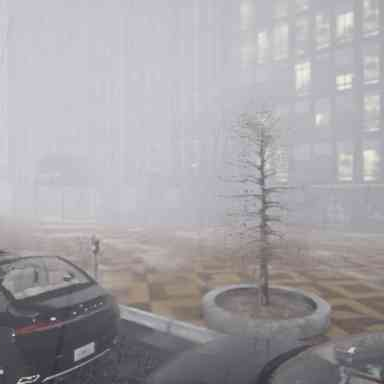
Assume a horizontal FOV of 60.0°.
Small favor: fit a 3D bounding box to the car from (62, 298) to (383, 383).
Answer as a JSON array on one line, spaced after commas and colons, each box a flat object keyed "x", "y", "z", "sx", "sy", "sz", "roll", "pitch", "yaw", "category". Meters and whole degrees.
[{"x": 1.510, "y": 1.550, "z": 1.802, "sx": 4.403, "sy": 1.369, "sz": 2.008, "roll": 0, "pitch": 0, "yaw": 36, "category": "car"}]

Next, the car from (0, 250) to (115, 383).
[{"x": -2.987, "y": 1.560, "z": 5.010, "sx": 4.403, "sy": 1.369, "sz": 2.008, "roll": 0, "pitch": 0, "yaw": 36, "category": "car"}]
